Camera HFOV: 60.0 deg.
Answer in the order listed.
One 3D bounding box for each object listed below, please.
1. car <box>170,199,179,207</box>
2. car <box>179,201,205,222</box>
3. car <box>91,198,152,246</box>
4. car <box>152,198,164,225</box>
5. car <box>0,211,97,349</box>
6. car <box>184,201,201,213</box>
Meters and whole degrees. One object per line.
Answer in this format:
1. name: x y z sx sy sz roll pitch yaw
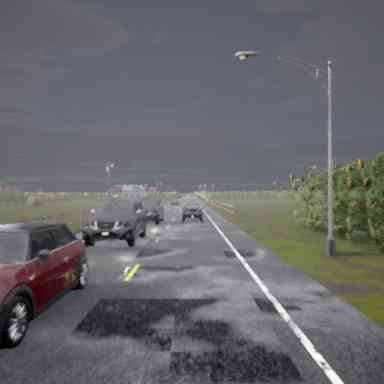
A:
1. car: -3.484 2.201 67.363 2.033 1.411 5.357 0 0 0
2. car: 0.068 1.823 29.760 1.837 1.490 4.892 0 -1 1
3. car: -3.585 1.406 16.570 2.150 2.045 5.566 0 -1 0
4. car: -3.537 1.516 27.340 2.150 2.045 5.566 0 -1 1
5. car: -3.597 1.426 6.356 2.097 1.767 4.553 0 -1 0
6. car: 0.064 1.952 44.496 2.128 1.511 4.902 0 0 1
